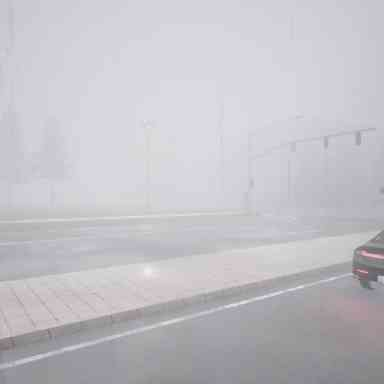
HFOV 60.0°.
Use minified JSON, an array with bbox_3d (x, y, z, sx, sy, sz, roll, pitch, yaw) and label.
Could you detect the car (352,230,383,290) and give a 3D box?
[{"bbox_3d":[5.717,1.492,7.848,4.902,1.511,2.128,0,0,-36],"label":"car"}]
